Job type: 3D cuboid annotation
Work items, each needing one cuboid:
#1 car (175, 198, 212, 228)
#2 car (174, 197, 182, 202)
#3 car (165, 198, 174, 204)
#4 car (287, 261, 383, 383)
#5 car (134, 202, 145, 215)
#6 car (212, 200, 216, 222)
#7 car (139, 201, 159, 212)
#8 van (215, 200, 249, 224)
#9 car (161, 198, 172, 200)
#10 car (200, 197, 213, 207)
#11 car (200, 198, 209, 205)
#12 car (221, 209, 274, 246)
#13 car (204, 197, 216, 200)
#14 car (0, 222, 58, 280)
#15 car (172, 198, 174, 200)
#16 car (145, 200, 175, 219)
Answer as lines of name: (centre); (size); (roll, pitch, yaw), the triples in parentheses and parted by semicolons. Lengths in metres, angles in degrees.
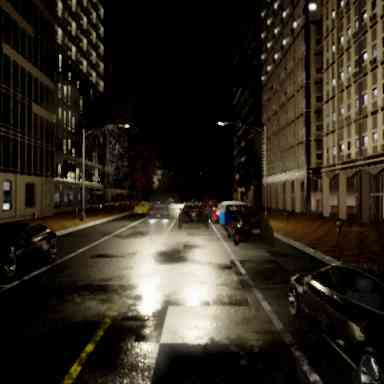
car: (0.105, 1.564, 24.233); (2.097, 1.767, 4.553); (0, -1, 0)
car: (-2.981, 1.917, 74.922); (2.097, 1.767, 4.553); (0, 0, 0)
car: (-5.666, 2.264, 84.332); (1.802, 1.307, 4.206); (0, 0, 0)
car: (2.694, 1.609, 4.631); (1.947, 1.339, 4.313); (0, -1, 0)
car: (-5.678, 1.856, 38.626); (1.752, 1.417, 4.829); (0, 0, 0)
car: (2.700, 1.679, 27.401); (1.967, 1.590, 4.097); (0, 0, 0)
car: (-5.677, 1.929, 44.489); (2.008, 1.369, 4.403); (0, 0, 0)
van: (2.699, 1.532, 21.710); (1.690, 1.788, 3.998); (0, 0, 0)
car: (-5.671, 2.107, 67.258); (2.008, 1.369, 4.403); (0, 0, 0)
car: (2.710, 1.827, 61.554); (2.192, 1.841, 5.009); (0, 0, 0)
car: (2.712, 2.125, 73.105); (1.752, 1.417, 4.829); (0, 0, 0)
car: (2.697, 1.709, 16.015); (1.947, 1.339, 4.313); (0, 0, 0)
car: (2.707, 1.738, 50.169); (2.192, 1.841, 5.009); (0, 0, 0)
car: (-5.686, 1.659, 10.334); (1.947, 1.339, 4.313); (0, -1, 0)
car: (-5.669, 2.165, 72.950); (1.947, 1.339, 4.313); (0, 0, 0)
car: (-3.091, 1.835, 33.285); (2.033, 1.411, 5.357); (0, -1, 0)
